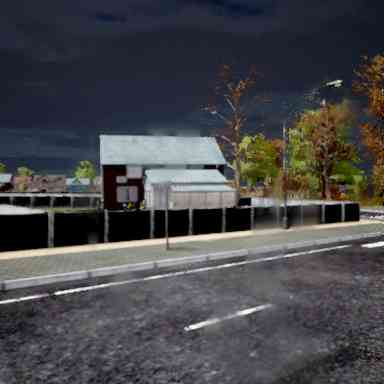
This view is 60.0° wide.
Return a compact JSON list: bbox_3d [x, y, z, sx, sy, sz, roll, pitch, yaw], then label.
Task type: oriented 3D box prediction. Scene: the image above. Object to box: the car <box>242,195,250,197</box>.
[{"bbox_3d":[10.766,1.390,67.727,2.033,1.411,5.357,-1,1,-15],"label":"car"}]
